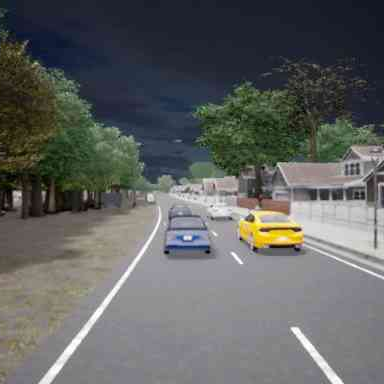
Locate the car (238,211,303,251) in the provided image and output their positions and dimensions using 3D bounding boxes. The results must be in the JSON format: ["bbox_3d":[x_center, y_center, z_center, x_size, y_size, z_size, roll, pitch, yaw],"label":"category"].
[{"bbox_3d":[3.252,1.586,14.674,1.882,1.535,5.008,0,0,-2],"label":"car"}]

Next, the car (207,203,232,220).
[{"bbox_3d":[2.395,1.695,29.751,1.812,1.442,4.674,0,0,-4],"label":"car"}]

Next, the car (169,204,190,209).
[{"bbox_3d":[-1.091,1.736,29.454,1.994,1.385,4.181,0,0,-4],"label":"car"}]

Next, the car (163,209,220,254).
[{"bbox_3d":[-0.231,1.654,14.062,2.033,1.411,5.357,0,0,-2],"label":"car"}]
